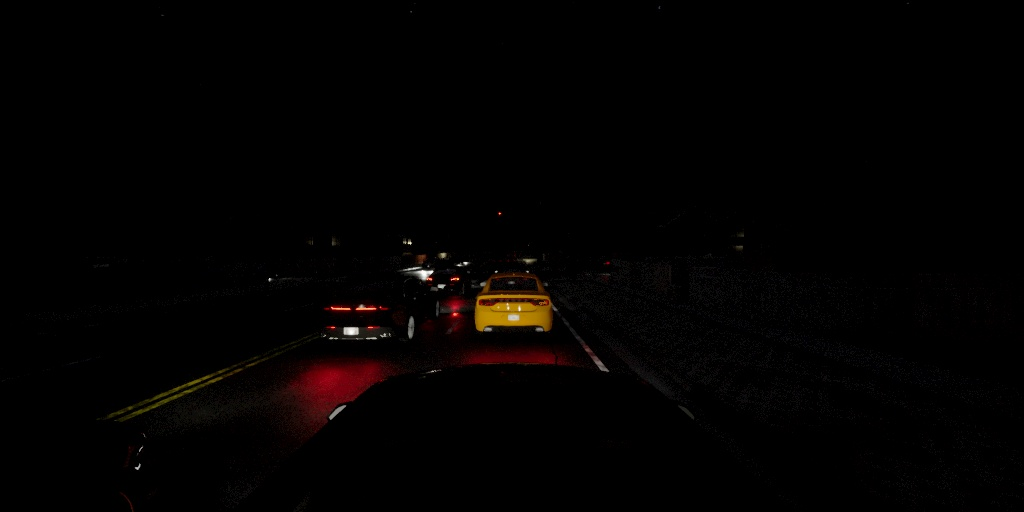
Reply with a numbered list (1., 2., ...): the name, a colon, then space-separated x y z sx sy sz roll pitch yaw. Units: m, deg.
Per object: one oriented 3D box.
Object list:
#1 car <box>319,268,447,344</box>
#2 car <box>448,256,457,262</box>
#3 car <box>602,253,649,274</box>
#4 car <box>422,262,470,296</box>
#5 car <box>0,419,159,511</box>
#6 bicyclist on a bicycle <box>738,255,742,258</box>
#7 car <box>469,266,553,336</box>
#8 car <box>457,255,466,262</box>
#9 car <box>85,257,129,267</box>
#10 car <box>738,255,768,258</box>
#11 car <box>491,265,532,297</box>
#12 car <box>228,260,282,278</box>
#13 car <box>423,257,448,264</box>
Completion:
1. car: -3.194 1.239 9.557 1.837 1.490 4.892 0 0 0
2. car: -9.963 0.904 54.306 1.994 1.385 4.181 0 1 0
3. car: 10.781 0.733 31.457 5.566 2.045 2.150 0 1 -2
4. car: -3.257 1.212 18.866 1.812 1.442 4.674 0 0 1
5. car: -3.148 1.228 0.147 1.882 1.535 5.008 0 0 0
6. bicyclist on a bicycle: 18.391 0.781 28.771 0.582 1.620 1.656 0 0 -2
7. car: 0.058 1.209 10.443 1.882 1.535 5.008 0 0 0
8. car: -9.948 0.655 63.912 1.882 1.535 5.008 0 1 0
9. car: -36.098 1.072 31.857 5.566 2.045 2.150 0 1 4
10. car: 22.751 0.734 34.759 4.553 1.767 2.097 0 1 -2
11. car: -0.002 1.247 19.332 1.994 1.385 4.181 0 0 1
12. car: -22.627 1.116 31.126 4.553 1.767 2.097 0 1 2
13. car: -9.942 0.932 45.122 2.128 1.511 4.902 0 1 0
